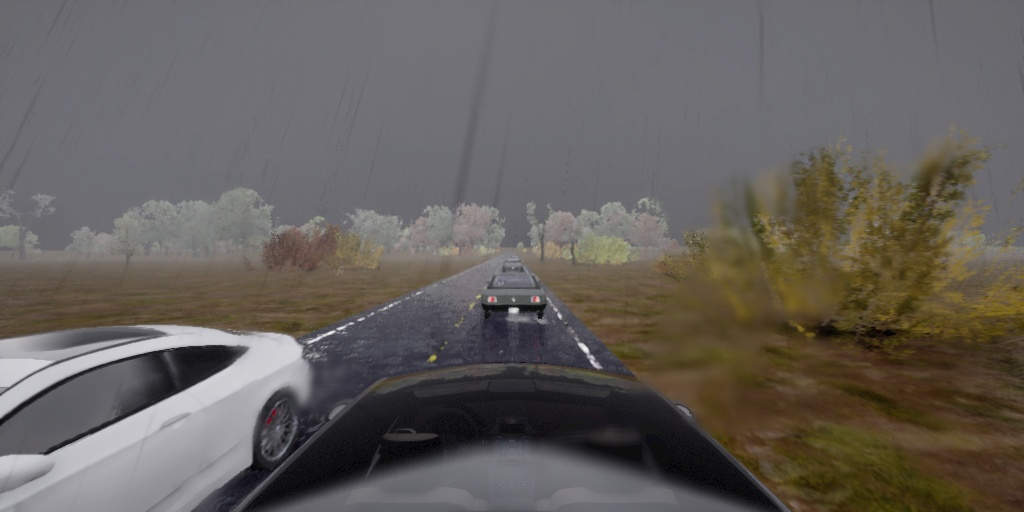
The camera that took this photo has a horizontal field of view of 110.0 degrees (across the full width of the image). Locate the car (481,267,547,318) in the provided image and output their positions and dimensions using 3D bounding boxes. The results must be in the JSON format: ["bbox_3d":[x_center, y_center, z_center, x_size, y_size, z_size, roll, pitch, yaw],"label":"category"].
[{"bbox_3d":[0.066,1.215,12.262,1.895,1.301,4.718,0,1,0],"label":"car"}]

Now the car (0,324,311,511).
[{"bbox_3d":[-3.085,1.271,2.097,1.812,1.442,4.674,0,1,0],"label":"car"}]

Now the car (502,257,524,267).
[{"bbox_3d":[0.097,0.816,33.806,2.128,1.511,4.902,0,1,0],"label":"car"}]
